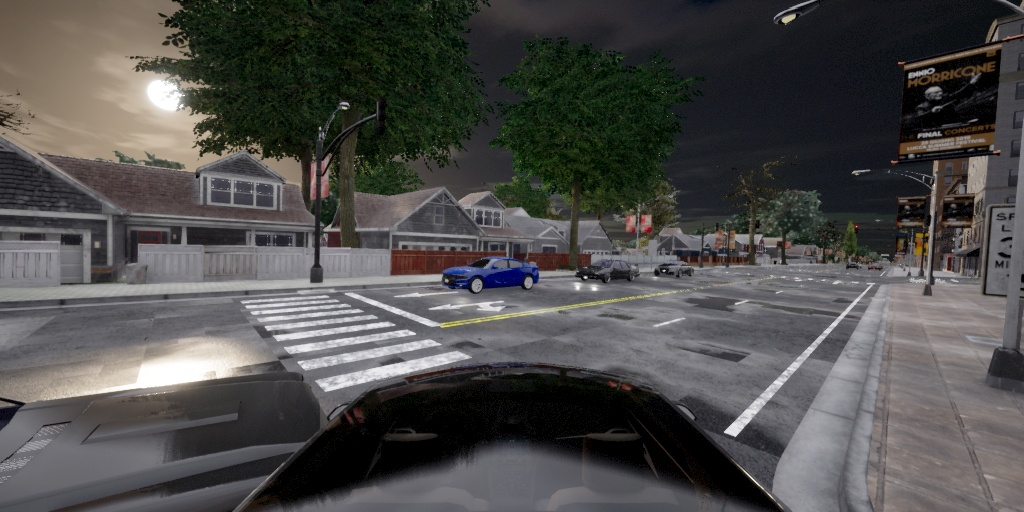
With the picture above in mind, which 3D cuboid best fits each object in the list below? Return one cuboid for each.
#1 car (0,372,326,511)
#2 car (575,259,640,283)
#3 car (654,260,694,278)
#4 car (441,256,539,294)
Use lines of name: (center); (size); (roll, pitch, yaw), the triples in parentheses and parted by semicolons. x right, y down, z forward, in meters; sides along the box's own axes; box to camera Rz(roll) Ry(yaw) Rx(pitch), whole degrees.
car: (-3.317, 1.273, 1.470); (4.718, 1.301, 1.895); (1, 2, -33)
car: (6.393, 0.927, 23.424); (5.357, 1.411, 2.033); (1, 2, -43)
car: (13.698, 1.027, 30.232); (4.181, 1.385, 1.994); (1, 2, -43)
car: (-0.881, 0.778, 16.618); (5.008, 1.535, 1.882); (1, 2, -43)
